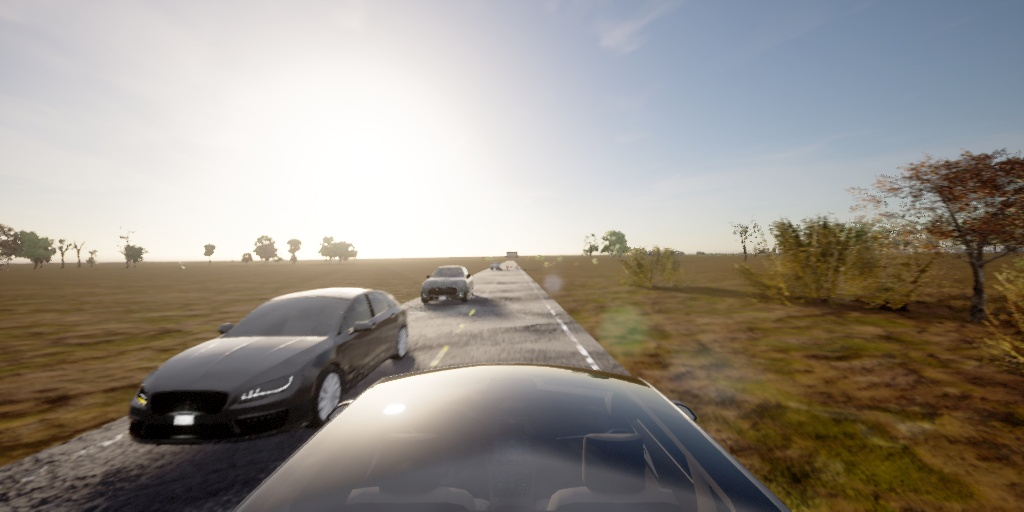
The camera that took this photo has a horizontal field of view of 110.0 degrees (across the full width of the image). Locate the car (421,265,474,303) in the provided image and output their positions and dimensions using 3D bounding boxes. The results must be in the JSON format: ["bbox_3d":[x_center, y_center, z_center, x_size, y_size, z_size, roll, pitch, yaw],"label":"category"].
[{"bbox_3d":[-3.087,1.278,17.909,2.097,1.767,4.553,-1,0,-1],"label":"car"}]

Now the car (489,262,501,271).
[{"bbox_3d":[-2.997,1.841,65.148,2.128,1.511,4.902,-1,0,0],"label":"car"}]

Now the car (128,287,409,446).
[{"bbox_3d":[-3.098,1.326,5.821,1.837,1.490,4.892,-1,-1,0],"label":"car"}]
